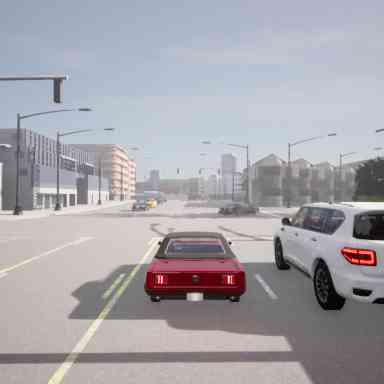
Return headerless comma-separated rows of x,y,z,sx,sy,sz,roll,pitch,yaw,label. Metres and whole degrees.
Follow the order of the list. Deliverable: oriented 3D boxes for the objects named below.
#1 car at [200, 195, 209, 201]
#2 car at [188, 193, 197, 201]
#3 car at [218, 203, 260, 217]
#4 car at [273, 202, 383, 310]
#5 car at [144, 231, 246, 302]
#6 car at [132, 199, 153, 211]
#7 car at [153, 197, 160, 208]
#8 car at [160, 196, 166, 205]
3.531,1.525,89.274,2.097,1.767,4.553,0,-1,0,car
0.031,1.391,88.922,2.150,2.045,5.566,0,-1,0,car
4.942,1.803,34.635,2.033,1.411,5.357,-1,-1,42,car
3.566,1.234,7.953,2.150,2.045,5.566,0,0,0,car
0.072,1.617,8.246,1.895,1.301,4.718,0,0,0,car
-7.077,1.856,46.035,2.128,1.511,4.902,0,0,1,car
-7.064,1.890,56.233,1.882,1.535,5.008,0,0,0,car
-6.990,1.833,67.638,1.837,1.490,4.892,0,0,0,car
